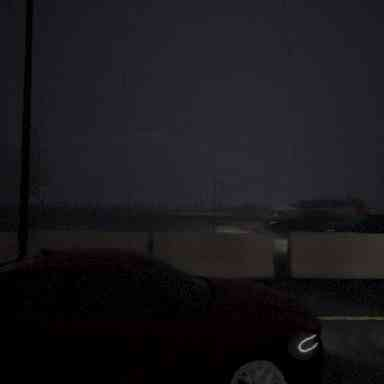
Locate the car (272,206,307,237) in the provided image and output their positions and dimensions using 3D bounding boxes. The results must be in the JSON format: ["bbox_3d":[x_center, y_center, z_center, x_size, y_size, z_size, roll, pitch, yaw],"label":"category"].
[{"bbox_3d":[6.330,1.663,18.476,4.674,1.442,1.812,1,0,-1],"label":"car"}]

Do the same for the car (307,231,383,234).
[{"bbox_3d":[7.946,1.672,15.009,4.674,1.442,1.812,1,0,-1],"label":"car"}]

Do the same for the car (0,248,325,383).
[{"bbox_3d":[-0.974,1.482,4.125,5.008,1.535,1.882,1,0,-1],"label":"car"}]

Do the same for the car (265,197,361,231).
[{"bbox_3d":[7.877,1.393,22.011,5.566,2.045,2.150,1,0,-1],"label":"car"}]
